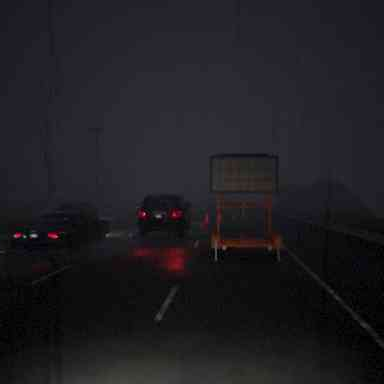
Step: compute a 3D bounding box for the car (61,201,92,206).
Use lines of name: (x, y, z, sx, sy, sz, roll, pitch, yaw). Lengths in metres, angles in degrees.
car: (-8.060, 1.437, 23.636, 1.837, 1.490, 4.892, 0, 0, 2)

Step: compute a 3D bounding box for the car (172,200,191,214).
car: (-1.079, 1.500, 35.035, 1.895, 1.301, 4.718, 0, 0, -2)

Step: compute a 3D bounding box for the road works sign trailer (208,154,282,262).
road works sign trailer: (1.860, 0.429, 12.038, 2.380, 3.560, 2.880, 0, 0, 3)

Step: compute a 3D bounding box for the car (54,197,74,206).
car: (-20.303, 1.450, 52.841, 1.895, 1.301, 4.718, 0, 0, -8)

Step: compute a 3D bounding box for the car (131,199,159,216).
car: (-4.498, 1.453, 32.703, 2.033, 1.411, 5.357, 0, 0, -1)

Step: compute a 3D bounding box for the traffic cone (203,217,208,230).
traffic cone: (0.793, 1.900, 19.119, 0.340, 0.580, 0.340, 0, 0, 3)

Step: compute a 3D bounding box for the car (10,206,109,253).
car: (-5.060, 1.508, 13.594, 2.033, 1.411, 5.357, 0, 0, 5)

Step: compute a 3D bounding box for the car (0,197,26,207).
car: (-27.041, 1.457, 50.502, 1.895, 1.301, 4.718, 0, 0, -7)

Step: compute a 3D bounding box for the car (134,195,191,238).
car: (-1.302, 1.170, 17.478, 2.150, 2.045, 5.566, 0, 0, 4)

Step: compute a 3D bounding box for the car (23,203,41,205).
car: (-23.465, 1.458, 50.099, 1.895, 1.301, 4.718, 0, 0, -7)

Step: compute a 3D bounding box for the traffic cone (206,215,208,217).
traffic cone: (0.913, 1.895, 21.116, 0.340, 0.580, 0.340, 0, 0, 3)
